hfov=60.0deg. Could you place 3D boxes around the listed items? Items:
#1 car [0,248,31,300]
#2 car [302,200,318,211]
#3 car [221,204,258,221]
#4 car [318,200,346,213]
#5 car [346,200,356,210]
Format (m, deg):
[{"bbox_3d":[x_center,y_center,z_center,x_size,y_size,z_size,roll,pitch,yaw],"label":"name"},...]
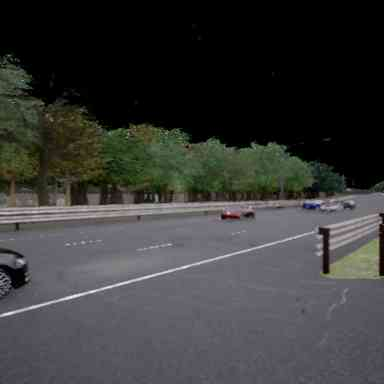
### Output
[{"bbox_3d":[-5.752,1.573,6.402,2.128,1.511,4.902,0,0,39],"label":"car"},{"bbox_3d":[17.826,1.953,49.110,1.882,1.535,5.008,0,0,36],"label":"car"},{"bbox_3d":[4.422,1.829,30.703,1.994,1.385,4.181,0,0,37],"label":"car"},{"bbox_3d":[18.626,2.044,44.077,1.895,1.301,4.718,0,-1,36],"label":"car"},{"bbox_3d":[25.108,2.065,53.400,1.837,1.490,4.892,0,-1,35],"label":"car"}]
